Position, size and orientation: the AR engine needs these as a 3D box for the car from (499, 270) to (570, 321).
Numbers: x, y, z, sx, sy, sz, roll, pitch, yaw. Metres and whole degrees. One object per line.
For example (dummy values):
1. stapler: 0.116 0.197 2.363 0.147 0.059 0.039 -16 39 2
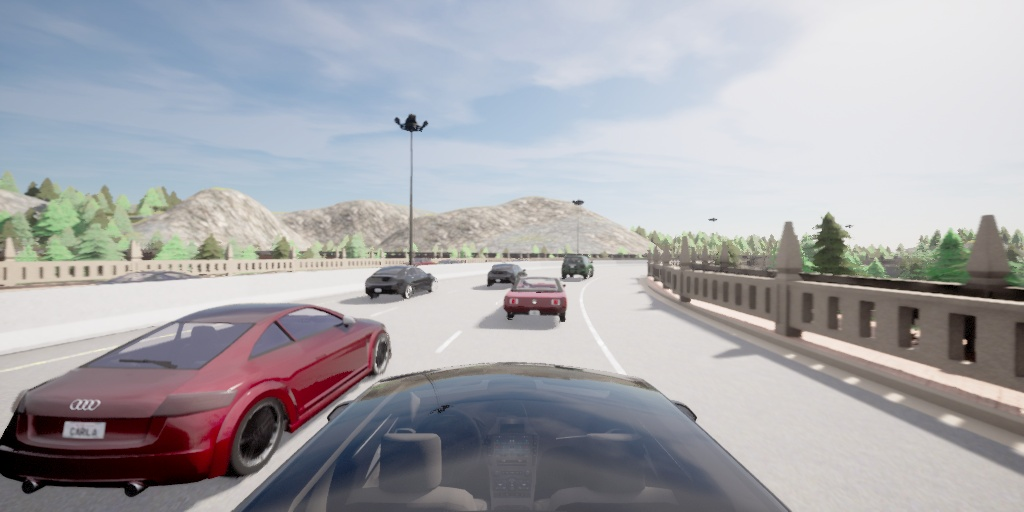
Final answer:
1. car: 0.948 1.351 12.541 1.895 1.301 4.718 0 0 8

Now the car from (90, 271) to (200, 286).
1. car: -13.205 1.246 13.014 1.994 1.385 4.181 0 0 7

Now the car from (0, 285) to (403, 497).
1. car: -3.190 1.298 4.745 1.994 1.385 4.181 0 0 2

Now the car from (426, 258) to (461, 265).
1. car: -7.990 1.200 44.307 1.837 1.490 4.892 0 -1 24

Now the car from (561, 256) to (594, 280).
1. car: 5.875 0.986 31.807 2.150 2.045 5.566 0 0 21

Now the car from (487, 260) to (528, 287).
1. car: -0.254 1.244 24.065 1.837 1.490 4.892 0 0 14

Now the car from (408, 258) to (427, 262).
1. car: -11.713 1.027 44.574 2.097 1.767 4.553 0 0 24

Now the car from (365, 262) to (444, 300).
1. car: -5.265 1.223 17.628 1.837 1.490 4.892 0 0 10
